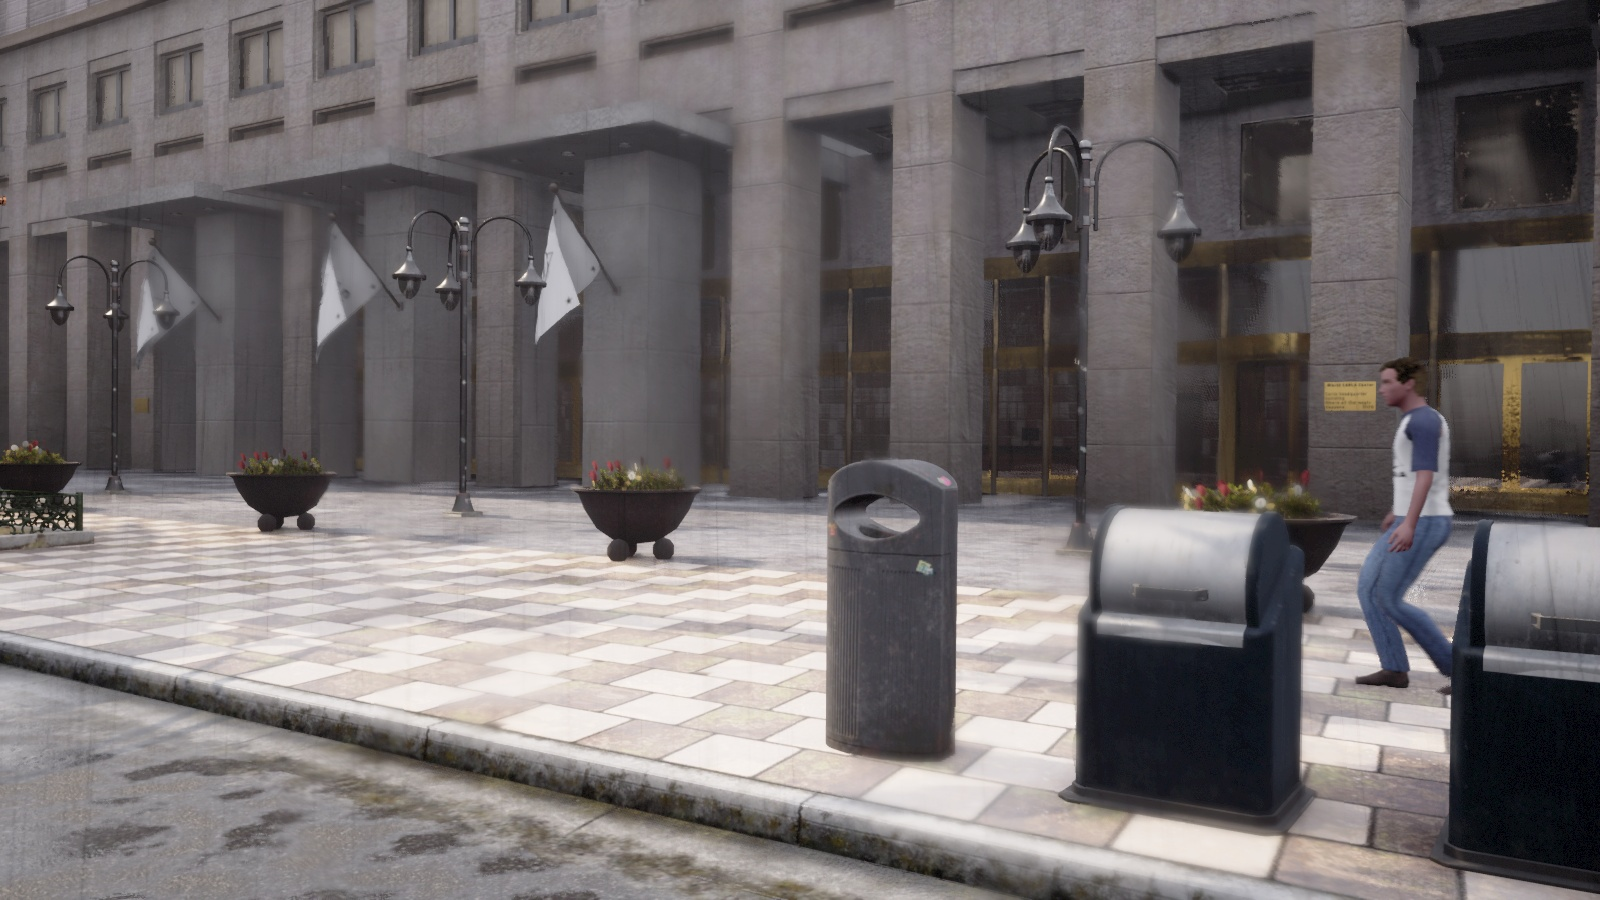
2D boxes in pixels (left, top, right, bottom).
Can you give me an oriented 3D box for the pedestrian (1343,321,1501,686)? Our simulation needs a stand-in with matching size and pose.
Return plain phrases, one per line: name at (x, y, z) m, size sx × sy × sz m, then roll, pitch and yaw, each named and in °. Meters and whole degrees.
pedestrian at (3.252, 0.268, 6.604) m, size 0.706 × 1.836 × 0.354 m, roll 0°, pitch 1°, yaw 20°
